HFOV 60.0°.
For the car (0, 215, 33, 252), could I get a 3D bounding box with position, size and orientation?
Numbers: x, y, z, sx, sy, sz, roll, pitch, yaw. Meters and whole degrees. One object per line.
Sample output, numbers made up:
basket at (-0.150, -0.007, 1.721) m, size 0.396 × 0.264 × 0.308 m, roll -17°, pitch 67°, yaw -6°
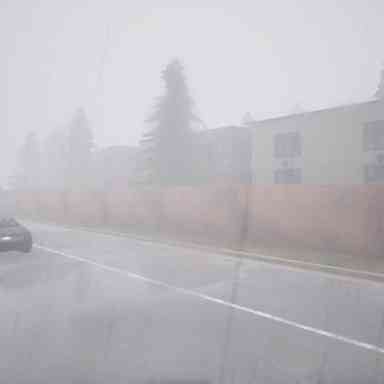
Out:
car at (-7.821, 1.578, 12.897) m, size 1.994 × 1.385 × 4.181 m, roll 0°, pitch 0°, yaw -45°
